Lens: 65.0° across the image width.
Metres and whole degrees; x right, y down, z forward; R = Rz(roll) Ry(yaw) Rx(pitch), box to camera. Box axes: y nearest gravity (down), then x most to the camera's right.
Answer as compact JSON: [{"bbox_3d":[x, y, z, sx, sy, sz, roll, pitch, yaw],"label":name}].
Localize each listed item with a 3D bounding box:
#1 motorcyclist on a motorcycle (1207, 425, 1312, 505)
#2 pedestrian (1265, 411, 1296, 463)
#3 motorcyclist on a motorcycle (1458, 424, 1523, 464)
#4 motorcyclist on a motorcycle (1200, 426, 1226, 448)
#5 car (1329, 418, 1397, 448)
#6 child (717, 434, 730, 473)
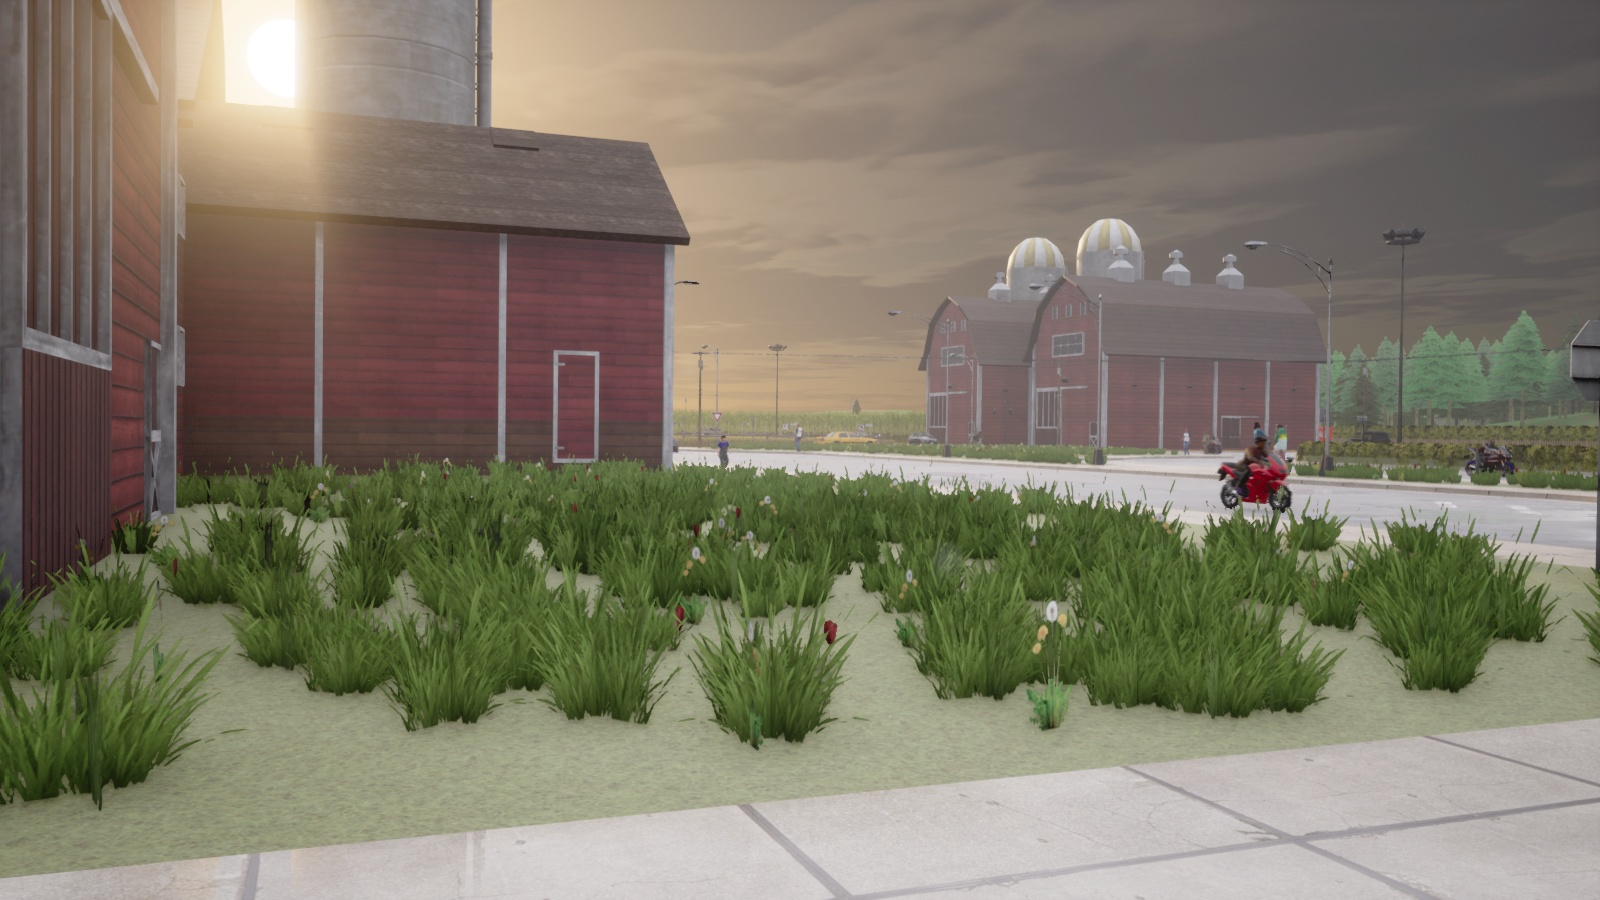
[{"bbox_3d":[9.161,0.278,25.123,0.797,1.523,2.044,-1,1,-22],"label":"motorcyclist on a motorcycle"},{"bbox_3d":[18.135,-0.501,47.389,0.659,1.952,0.873,-1,1,-41],"label":"pedestrian"},{"bbox_3d":[27.257,-0.255,49.604,0.866,1.530,2.191,-1,1,-21],"label":"motorcyclist on a motorcycle"},{"bbox_3d":[29.981,-0.956,91.195,0.866,1.530,2.191,0,1,-11],"label":"motorcyclist on a motorcycle"},{"bbox_3d":[36.878,-1.125,82.385,1.905,1.878,3.866,-1,1,-21],"label":"car"},{"bbox_3d":[-2.441,0.109,40.141,0.270,1.263,0.437,-1,1,-26],"label":"child"}]
